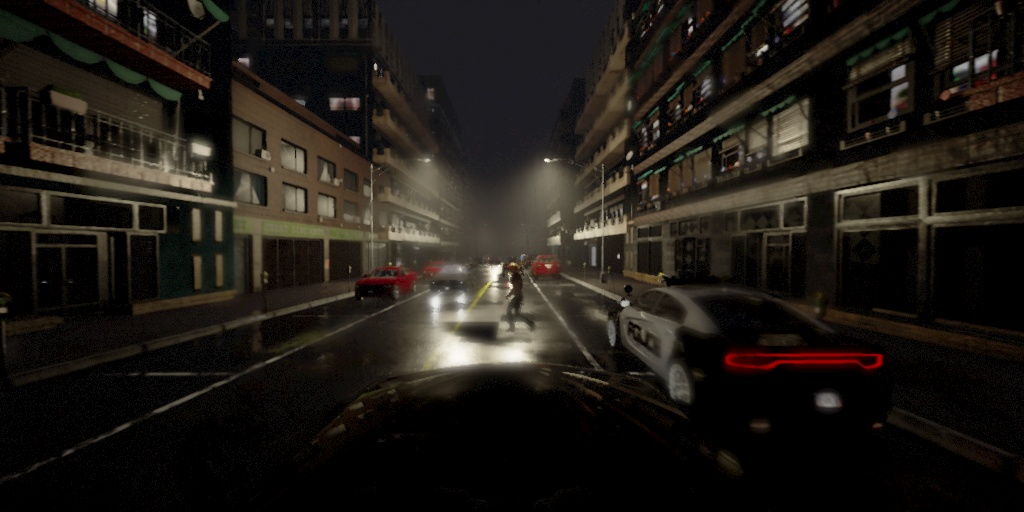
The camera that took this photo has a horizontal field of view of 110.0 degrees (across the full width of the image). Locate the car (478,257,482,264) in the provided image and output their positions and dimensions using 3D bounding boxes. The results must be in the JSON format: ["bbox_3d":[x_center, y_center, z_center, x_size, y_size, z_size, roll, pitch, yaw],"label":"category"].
[{"bbox_3d":[-5.734,0.935,50.797,1.888,1.381,4.507,0,0,0],"label":"car"}]

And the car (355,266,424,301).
[{"bbox_3d":[-5.705,1.180,16.690,1.888,1.381,4.507,0,0,0],"label":"car"}]

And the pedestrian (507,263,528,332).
[{"bbox_3d":[0.122,0.986,8.975,0.375,1.860,0.375,-1,1,0],"label":"pedestrian"}]

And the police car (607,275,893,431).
[{"bbox_3d":[2.996,1.141,5.981,1.930,1.638,5.238,0,0,0],"label":"police car"}]

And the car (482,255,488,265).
[{"bbox_3d":[-5.744,0.878,62.166,1.948,1.339,4.313,0,0,0],"label":"car"}]

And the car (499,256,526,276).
[{"bbox_3d":[0.060,1.020,32.956,1.837,1.490,4.892,0,1,0],"label":"car"}]

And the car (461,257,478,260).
[{"bbox_3d":[-5.730,0.869,45.113,1.967,1.591,4.097,0,0,0],"label":"car"}]

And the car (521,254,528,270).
[{"bbox_3d":[2.651,0.742,45.117,2.192,1.841,5.009,0,0,0],"label":"car"}]

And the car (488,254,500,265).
[{"bbox_3d":[-3.055,0.833,65.040,1.812,1.442,4.674,0,0,0],"label":"car"}]

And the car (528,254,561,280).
[{"bbox_3d":[2.666,0.864,28.063,2.192,1.841,5.009,0,0,0],"label":"car"}]

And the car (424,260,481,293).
[{"bbox_3d":[-3.116,1.158,19.851,2.033,1.411,5.357,0,0,0],"label":"car"}]
